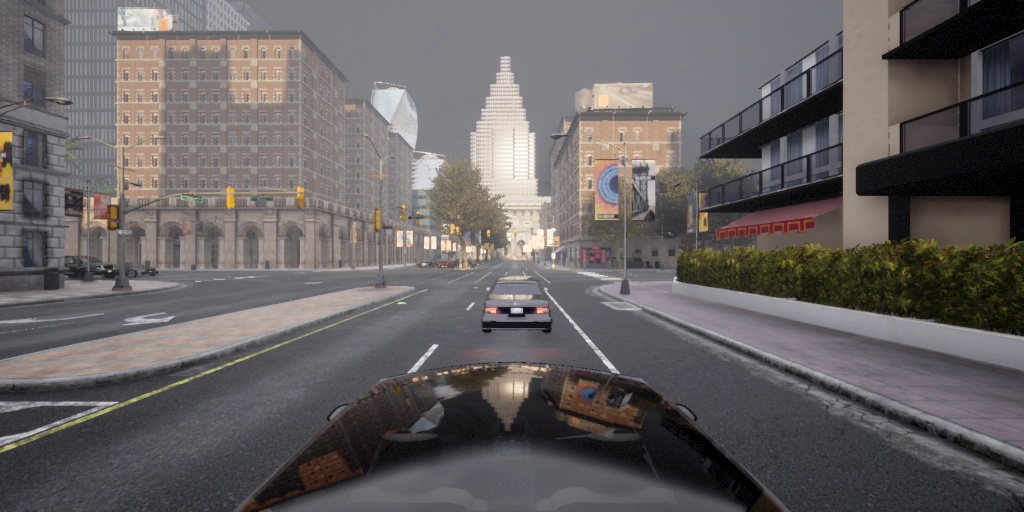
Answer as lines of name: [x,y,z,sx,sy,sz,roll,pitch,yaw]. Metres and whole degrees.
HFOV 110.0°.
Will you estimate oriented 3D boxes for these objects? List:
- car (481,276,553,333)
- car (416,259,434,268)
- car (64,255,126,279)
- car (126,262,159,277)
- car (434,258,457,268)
car: [0.146,1.297,10.736,2.033,1.411,5.357,0,0,1]
car: [-14.518,1.241,61.552,2.128,1.511,4.902,0,0,1]
car: [-37.607,0.971,31.067,5.566,2.045,2.150,0,0,0]
car: [-36.828,1.314,34.568,4.181,1.385,1.994,0,0,0]
car: [-11.048,1.102,59.666,2.097,1.767,4.553,0,0,1]
